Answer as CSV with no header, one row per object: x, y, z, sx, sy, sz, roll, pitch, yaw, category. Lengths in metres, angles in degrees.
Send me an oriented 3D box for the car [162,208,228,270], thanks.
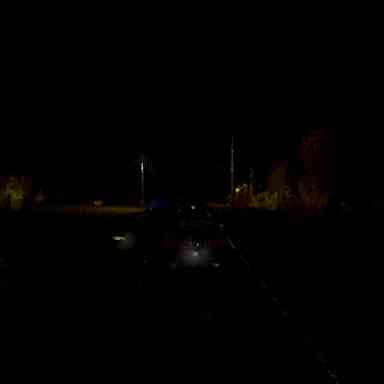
0.089,1.534,11.303,1.882,1.535,5.008,0,0,0,car

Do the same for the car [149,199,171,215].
-3.587,1.666,36.704,1.882,1.535,5.008,0,0,0,car

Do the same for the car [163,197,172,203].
-5.740,1.870,78.024,1.994,1.385,4.181,0,0,-8,car

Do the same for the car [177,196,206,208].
0.102,1.371,29.504,2.150,2.045,5.566,0,0,0,car
